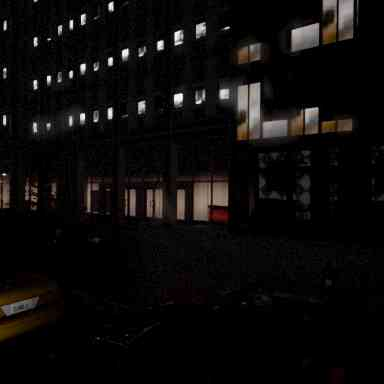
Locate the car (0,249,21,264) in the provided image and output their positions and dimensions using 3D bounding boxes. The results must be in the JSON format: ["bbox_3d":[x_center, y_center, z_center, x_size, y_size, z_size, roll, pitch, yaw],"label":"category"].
[{"bbox_3d":[-4.202,1.524,5.880,4.829,1.417,1.752,0,1,36],"label":"car"}]

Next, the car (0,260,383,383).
[{"bbox_3d":[0.555,1.440,2.470,4.097,1.590,1.967,0,1,36],"label":"car"}]
